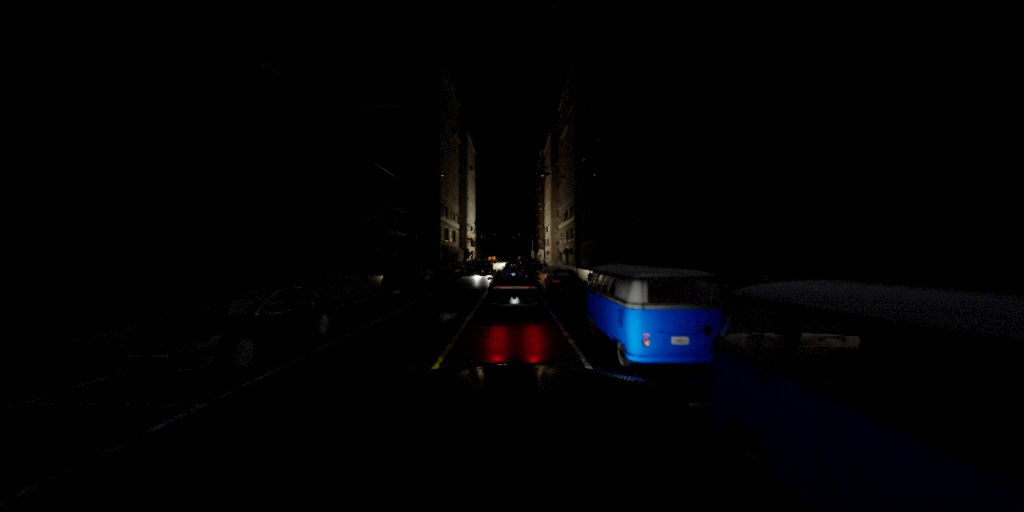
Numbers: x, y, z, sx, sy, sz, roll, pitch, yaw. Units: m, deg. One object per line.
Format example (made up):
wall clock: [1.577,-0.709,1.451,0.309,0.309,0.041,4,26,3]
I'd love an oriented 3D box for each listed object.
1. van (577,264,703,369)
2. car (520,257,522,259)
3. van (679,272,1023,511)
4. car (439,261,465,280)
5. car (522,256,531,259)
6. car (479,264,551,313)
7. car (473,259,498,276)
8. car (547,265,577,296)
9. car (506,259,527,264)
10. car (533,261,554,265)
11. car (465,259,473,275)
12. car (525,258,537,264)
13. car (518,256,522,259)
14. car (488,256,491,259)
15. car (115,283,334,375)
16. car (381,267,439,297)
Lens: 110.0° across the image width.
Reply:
van: [2.638,1.085,7.478,1.690,1.789,3.998,0,0,0]
car: [2.639,1.234,58.618,2.007,1.370,4.403,0,0,0]
van: [2.638,1.091,1.795,1.690,1.789,3.998,0,0,0]
car: [-5.387,1.263,30.207,1.888,1.381,4.507,0,0,0]
car: [2.639,1.138,47.254,1.967,1.591,4.097,0,0,0]
car: [0.093,1.228,13.833,2.128,1.511,4.902,0,0,0]
car: [-2.842,1.275,36.827,1.994,1.385,4.181,0,0,0]
car: [2.638,1.313,18.842,1.802,1.307,4.207,0,0,0]
car: [0.096,1.244,30.127,1.812,1.442,4.674,0,0,0]
car: [2.638,1.250,24.694,1.751,1.417,4.829,0,0,0]
car: [-5.387,1.262,35.889,2.007,1.370,4.403,0,0,0]
car: [2.639,1.250,41.571,1.888,1.381,4.507,0,0,0]
car: [2.639,0.991,64.301,2.192,1.841,5.009,0,0,0]
car: [-5.386,1.116,64.300,1.967,1.591,4.097,0,0,0]
car: [-5.387,1.294,7.477,2.007,1.370,4.403,0,0,0]
car: [-5.387,1.297,18.842,1.948,1.339,4.313,0,0,0]
